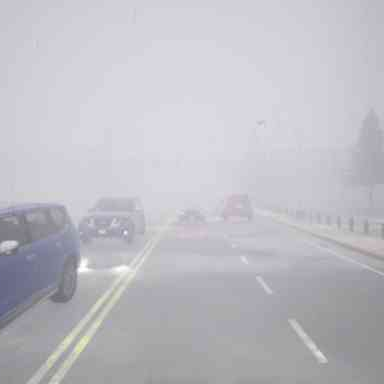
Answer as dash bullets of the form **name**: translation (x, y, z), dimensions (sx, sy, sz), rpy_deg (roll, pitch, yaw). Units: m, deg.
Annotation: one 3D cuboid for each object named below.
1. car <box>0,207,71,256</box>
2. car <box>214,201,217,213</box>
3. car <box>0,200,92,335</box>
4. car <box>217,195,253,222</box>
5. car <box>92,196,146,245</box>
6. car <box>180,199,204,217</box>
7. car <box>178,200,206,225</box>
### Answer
- **car**: translation (-7.027, 1.491, 14.196), dimensions (1.882, 1.535, 5.008), rpy_deg (0, 0, 0)
- **car**: translation (3.532, 1.388, 36.838), dimensions (2.097, 1.767, 4.553), rpy_deg (0, 0, 0)
- **car**: translation (-3.591, 1.227, 5.357), dimensions (2.150, 2.045, 5.566), rpy_deg (0, 0, 0)
- **car**: translation (3.531, 1.242, 27.070), dimensions (2.150, 2.045, 5.566), rpy_deg (0, -1, 1)
- **car**: translation (-3.589, 1.237, 16.090), dimensions (2.150, 2.045, 5.566), rpy_deg (0, 0, 0)
- **car**: translation (-0.009, 1.523, 32.842), dimensions (2.128, 1.511, 4.902), rpy_deg (0, 0, 0)
- **car**: translation (-0.006, 1.549, 23.866), dimensions (1.812, 1.442, 4.674), rpy_deg (0, 0, 0)
